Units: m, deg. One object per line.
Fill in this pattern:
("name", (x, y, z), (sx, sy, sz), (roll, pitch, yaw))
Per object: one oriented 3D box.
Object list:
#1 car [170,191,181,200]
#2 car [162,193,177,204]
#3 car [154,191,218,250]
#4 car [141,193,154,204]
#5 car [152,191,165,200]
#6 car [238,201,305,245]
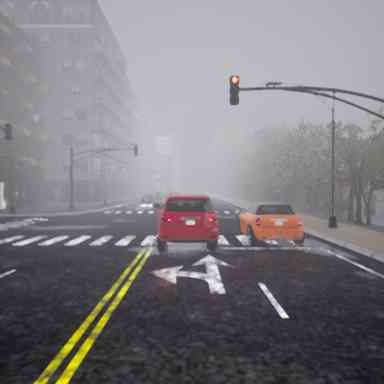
("car", (-3.283, 0.656, 66.931), (2.097, 1.767, 4.553), (0, 1, 0))
("car", (-3.347, 0.946, 50.487), (1.882, 1.535, 5.008), (0, 1, 0))
("car", (-0.357, 1.075, 13.716), (2.150, 2.045, 5.566), (0, 1, -6))
("car", (-6.597, 0.959, 50.480), (2.128, 1.511, 4.902), (0, 1, 0))
("car", (-6.538, 0.664, 66.092), (2.097, 1.767, 4.553), (0, 1, 0))
("car", (3.316, 1.191, 14.734), (2.097, 1.767, 4.553), (0, 1, 0))
